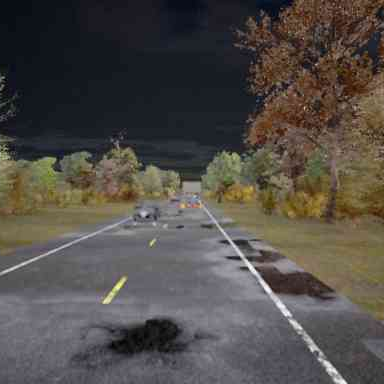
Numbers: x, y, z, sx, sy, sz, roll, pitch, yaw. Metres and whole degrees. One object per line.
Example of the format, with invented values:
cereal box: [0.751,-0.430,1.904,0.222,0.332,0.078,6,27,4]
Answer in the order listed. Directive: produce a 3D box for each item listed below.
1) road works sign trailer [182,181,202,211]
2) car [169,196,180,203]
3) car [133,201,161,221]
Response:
road works sign trailer: [-0.001,0.453,38.997,2.380,3.560,2.880,0,0,0]
car: [-3.503,1.458,67.883,1.882,1.535,5.008,0,0,0]
car: [-3.597,1.482,27.242,2.128,1.511,4.902,0,0,0]
